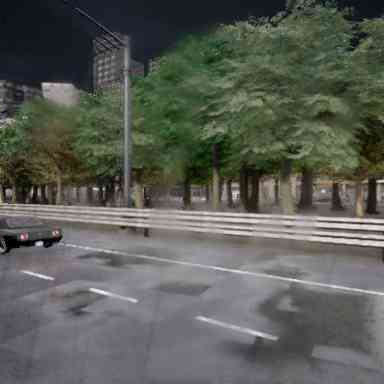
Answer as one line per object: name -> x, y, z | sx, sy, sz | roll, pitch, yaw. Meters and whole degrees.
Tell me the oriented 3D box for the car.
car -> -7.374, 1.601, 13.426 | 4.718, 1.301, 1.895 | 0, 0, 35
